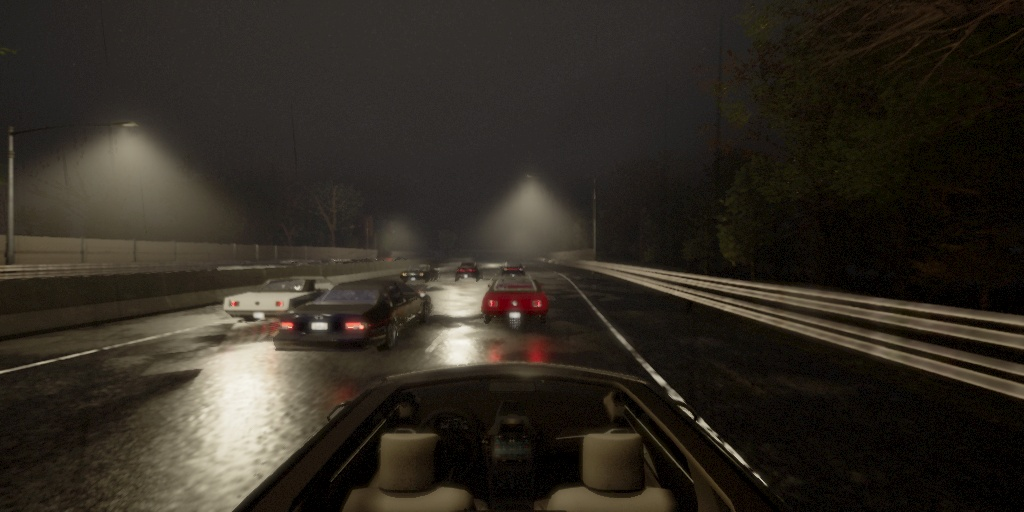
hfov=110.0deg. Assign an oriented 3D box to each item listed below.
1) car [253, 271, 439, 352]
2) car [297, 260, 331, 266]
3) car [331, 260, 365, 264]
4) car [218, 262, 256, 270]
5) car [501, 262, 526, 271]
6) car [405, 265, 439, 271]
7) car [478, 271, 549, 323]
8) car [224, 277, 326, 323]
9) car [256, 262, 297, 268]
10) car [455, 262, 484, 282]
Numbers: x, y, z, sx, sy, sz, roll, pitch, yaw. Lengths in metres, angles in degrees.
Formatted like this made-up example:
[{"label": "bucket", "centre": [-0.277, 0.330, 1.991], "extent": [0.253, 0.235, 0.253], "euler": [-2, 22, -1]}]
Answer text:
[{"label": "car", "centre": [-3.412, 1.289, 8.882], "extent": [2.033, 1.411, 5.357], "euler": [0, 0, 0]}, {"label": "car", "centre": [-21.076, 1.212, 39.863], "extent": [2.128, 1.511, 4.902], "euler": [0, 0, 0]}, {"label": "car", "centre": [-17.577, 1.225, 39.626], "extent": [1.837, 1.490, 4.892], "euler": [0, 0, 0]}, {"label": "car", "centre": [-27.993, 1.322, 37.306], "extent": [1.895, 1.301, 4.718], "euler": [0, 0, -1]}, {"label": "car", "centre": [0.101, 1.216, 28.850], "extent": [2.128, 1.511, 4.902], "euler": [0, 0, 0]}, {"label": "car", "centre": [-6.900, 1.326, 27.303], "extent": [1.895, 1.301, 4.718], "euler": [0, 0, 0]}, {"label": "car", "centre": [0.094, 1.339, 12.093], "extent": [1.895, 1.301, 4.718], "euler": [0, 0, 0]}, {"label": "car", "centre": [-6.905, 1.339, 12.026], "extent": [1.895, 1.301, 4.718], "euler": [0, 0, 0]}, {"label": "car", "centre": [-24.580, 1.322, 38.435], "extent": [1.895, 1.301, 4.718], "euler": [0, 0, 0]}, {"label": "car", "centre": [-3.399, 1.230, 28.856], "extent": [1.837, 1.490, 4.892], "euler": [0, 0, 0]}]
